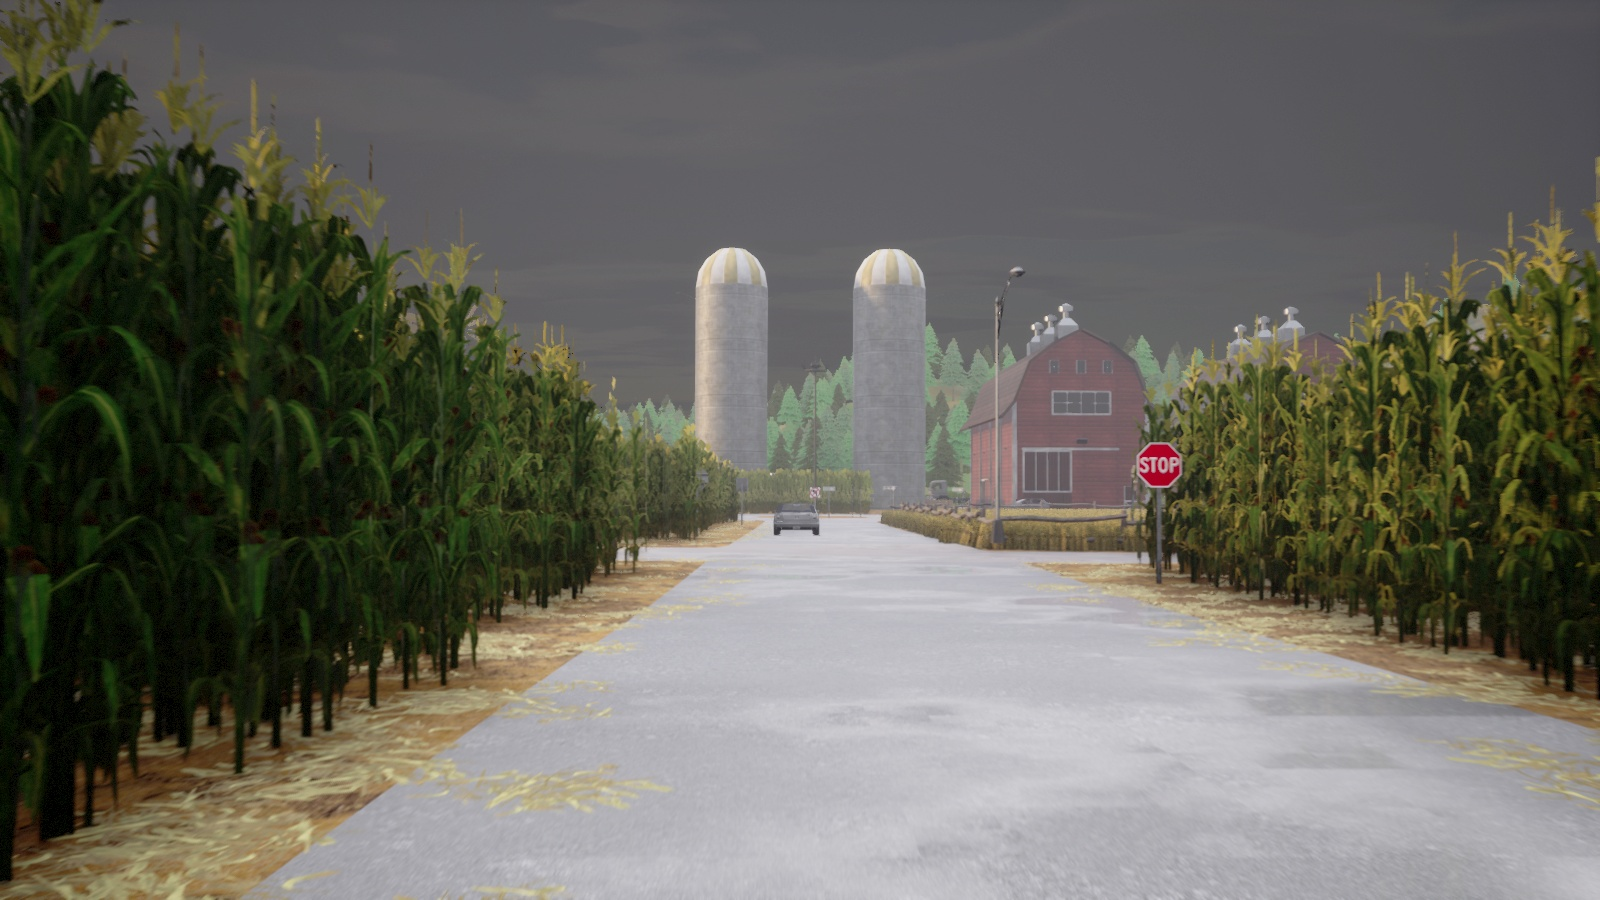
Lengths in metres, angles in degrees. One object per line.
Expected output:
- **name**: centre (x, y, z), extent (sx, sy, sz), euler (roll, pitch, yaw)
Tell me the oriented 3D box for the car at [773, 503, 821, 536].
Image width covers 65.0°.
- **car**: centre (-0.121, 2.836, 51.734), extent (1.895, 1.301, 4.718), euler (0, -2, 0)
